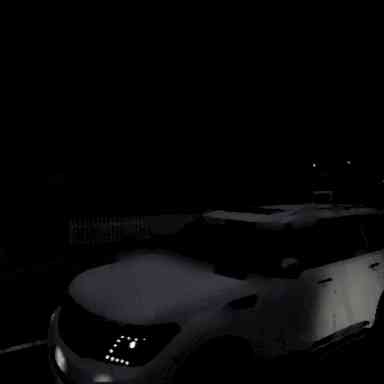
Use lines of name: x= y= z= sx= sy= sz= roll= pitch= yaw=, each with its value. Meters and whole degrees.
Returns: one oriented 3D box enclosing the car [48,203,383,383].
car: x=1.018 y=1.223 z=4.733 sx=5.566 sy=2.045 sz=2.150 roll=0 pitch=0 yaw=-35
